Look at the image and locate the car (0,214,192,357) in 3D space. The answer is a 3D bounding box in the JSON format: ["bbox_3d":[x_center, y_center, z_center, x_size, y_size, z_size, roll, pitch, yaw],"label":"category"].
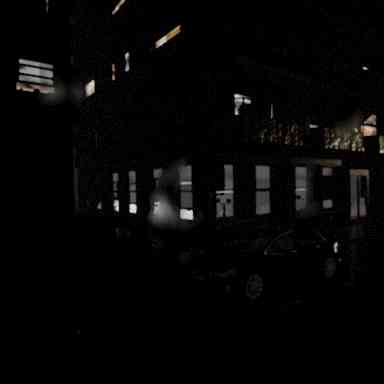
[{"bbox_3d":[-2.727,1.310,4.617,5.009,1.841,2.192,-1,0,-36],"label":"car"}]

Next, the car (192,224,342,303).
[{"bbox_3d":[1.815,1.480,7.903,4.403,1.369,2.008,-1,0,-36],"label":"car"}]
